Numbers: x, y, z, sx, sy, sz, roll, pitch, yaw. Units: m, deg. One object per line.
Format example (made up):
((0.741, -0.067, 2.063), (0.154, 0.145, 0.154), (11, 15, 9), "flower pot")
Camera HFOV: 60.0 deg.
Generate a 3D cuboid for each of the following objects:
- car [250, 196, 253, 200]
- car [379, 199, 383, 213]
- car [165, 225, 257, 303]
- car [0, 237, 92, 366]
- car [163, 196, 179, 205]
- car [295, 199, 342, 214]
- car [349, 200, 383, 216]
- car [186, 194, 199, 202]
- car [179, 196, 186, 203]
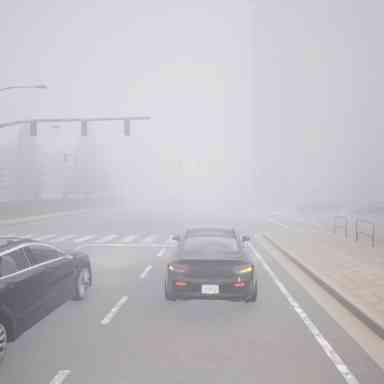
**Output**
((17.912, 1.524, 90.556), (4.674, 1.442, 1.812), (0, 0, -21), "car")
((23.309, 1.533, 36.024), (5.008, 1.535, 1.882), (0, 0, 3), "car")
((0.459, 1.526, 8.094), (1.812, 1.442, 4.674), (0, 0, 4), "car")
((-3.213, 1.492, 5.439), (2.128, 1.511, 4.902), (0, 0, 4), "car")
((-3.871, 1.504, 58.656), (1.837, 1.490, 4.892), (0, 0, 4), "car")
((13.842, 1.560, 36.450), (4.892, 1.490, 1.837), (0, 0, 3), "car")
((18.094, 1.560, 32.742), (4.892, 1.490, 1.837), (0, 0, 2), "car")
((0.060, 1.355, 78.221), (2.097, 1.767, 4.553), (0, 0, 24), "car")
((-3.056, 1.564, 68.565), (1.994, 1.385, 4.181), (0, 0, 8), "car")
